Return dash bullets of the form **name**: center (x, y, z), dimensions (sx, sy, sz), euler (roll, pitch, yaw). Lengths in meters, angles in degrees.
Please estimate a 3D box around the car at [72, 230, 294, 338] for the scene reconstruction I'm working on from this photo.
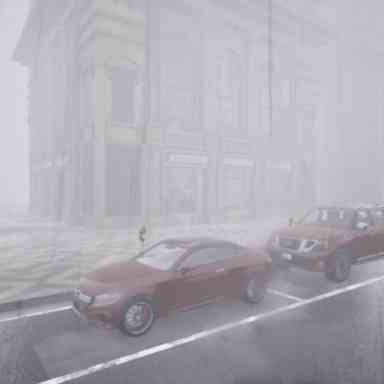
- **car**: center (-0.141, 1.570, 6.544), dimensions (4.206, 1.307, 1.802), euler (0, 0, -36)

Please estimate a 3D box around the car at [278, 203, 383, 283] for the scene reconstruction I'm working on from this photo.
- **car**: center (4.419, 1.284, 9.795), dimensions (5.009, 1.841, 2.192), euler (0, 0, -36)
